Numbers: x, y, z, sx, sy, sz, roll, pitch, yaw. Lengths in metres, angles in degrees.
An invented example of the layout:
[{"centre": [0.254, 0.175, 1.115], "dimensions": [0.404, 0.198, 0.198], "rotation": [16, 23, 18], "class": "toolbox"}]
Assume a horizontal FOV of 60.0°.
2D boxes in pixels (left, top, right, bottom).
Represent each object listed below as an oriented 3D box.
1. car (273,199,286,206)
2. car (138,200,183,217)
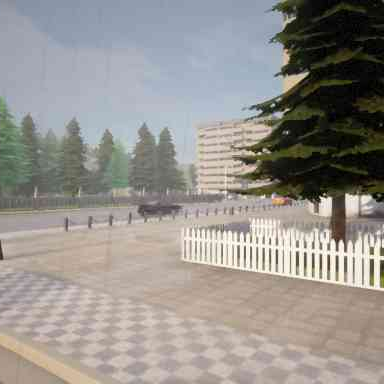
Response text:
[{"centre": [15.474, 1.352, 56.669], "dimensions": [2.097, 1.767, 4.553], "rotation": [0, 0, 36], "class": "car"}, {"centre": [-2.846, 1.477, 31.080], "dimensions": [1.882, 1.535, 5.008], "rotation": [0, 0, 36], "class": "car"}]
